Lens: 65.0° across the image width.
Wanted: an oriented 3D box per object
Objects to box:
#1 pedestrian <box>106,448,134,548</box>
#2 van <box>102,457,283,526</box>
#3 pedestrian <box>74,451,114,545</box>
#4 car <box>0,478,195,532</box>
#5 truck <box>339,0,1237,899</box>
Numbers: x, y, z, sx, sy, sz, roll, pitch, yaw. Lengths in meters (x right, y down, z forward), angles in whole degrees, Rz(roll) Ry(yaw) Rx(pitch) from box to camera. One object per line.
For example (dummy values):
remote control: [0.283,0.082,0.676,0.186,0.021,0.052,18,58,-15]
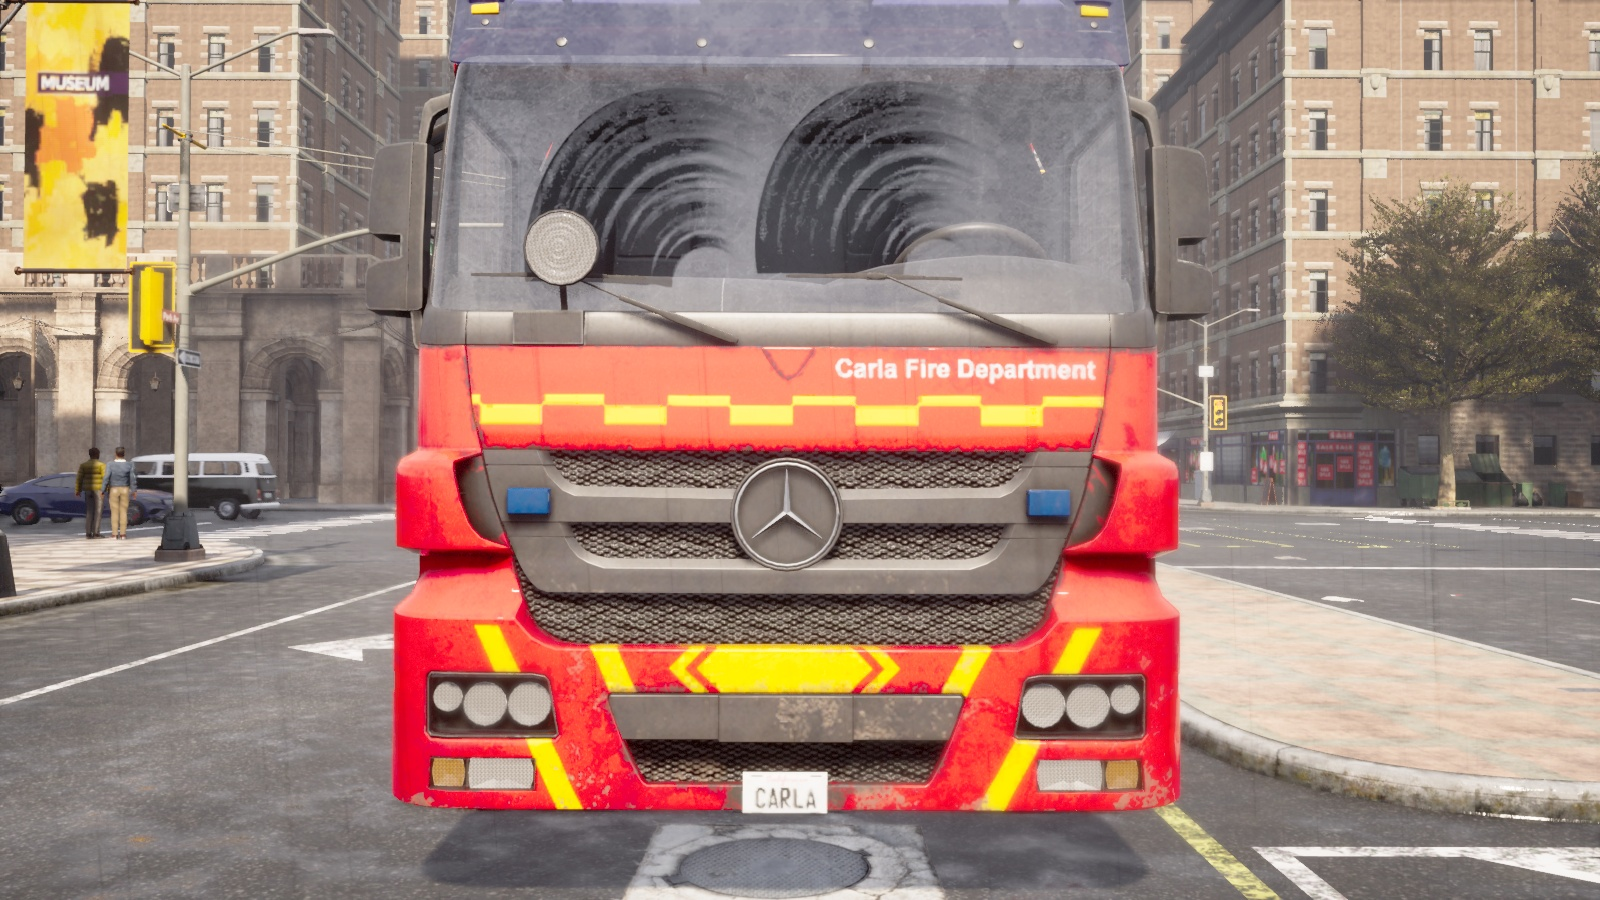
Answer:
pedestrian: [-13.447,0.941,24.820,0.423,1.949,0.788,0,-1,-32]
van: [-18.412,1.252,38.222,4.480,2.038,2.069,0,-1,0]
pedestrian: [-14.035,0.946,24.985,0.370,1.835,0.726,0,-1,0]
car: [-19.489,1.500,34.708,4.674,1.442,1.812,0,-1,0]
truck: [-0.054,-0.211,8.305,2.891,3.827,8.468,0,-1,0]
